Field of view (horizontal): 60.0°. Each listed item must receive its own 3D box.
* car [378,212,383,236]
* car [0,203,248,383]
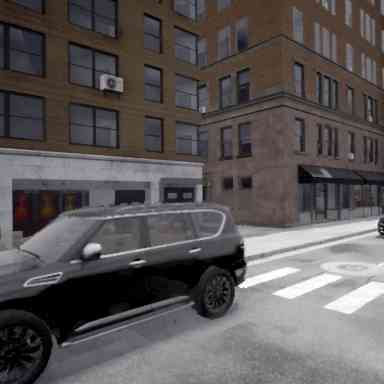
[{"bbox_3d":[10.895,1.348,16.506,4.892,1.490,1.837,-1,-1,-42],"label":"car"},{"bbox_3d":[-1.391,1.246,5.634,5.566,2.045,2.150,0,-1,-42],"label":"car"}]
